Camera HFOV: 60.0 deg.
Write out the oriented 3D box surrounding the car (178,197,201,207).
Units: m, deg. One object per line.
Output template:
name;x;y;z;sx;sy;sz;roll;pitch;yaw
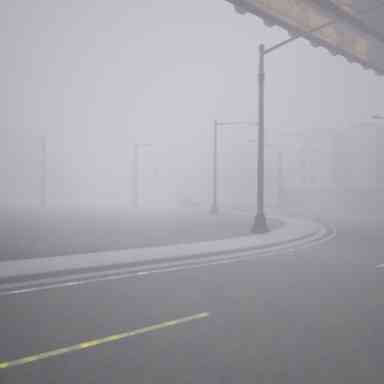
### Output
car;-0.456;1.703;57.170;2.097;1.767;4.553;1;0;-36
